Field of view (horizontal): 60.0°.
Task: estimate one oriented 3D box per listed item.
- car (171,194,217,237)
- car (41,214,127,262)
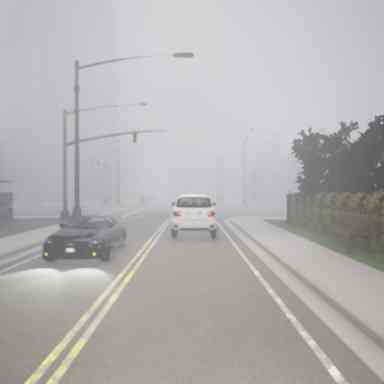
[{"bbox_3d":[0.099,1.135,17.401,2.150,2.045,5.566,0,0,0],"label":"car"},{"bbox_3d":[-3.579,1.507,11.760,1.994,1.385,4.181,0,0,0],"label":"car"}]
